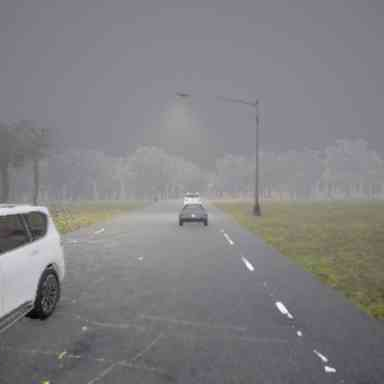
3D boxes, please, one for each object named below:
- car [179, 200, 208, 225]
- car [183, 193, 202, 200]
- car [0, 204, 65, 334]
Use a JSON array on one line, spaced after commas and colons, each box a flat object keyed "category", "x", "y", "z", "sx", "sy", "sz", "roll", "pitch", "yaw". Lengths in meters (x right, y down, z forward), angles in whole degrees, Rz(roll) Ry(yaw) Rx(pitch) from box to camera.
[{"category": "car", "x": 0.097, "y": 1.529, "z": 23.937, "sx": 1.994, "sy": 1.385, "sz": 4.181, "roll": 0, "pitch": 0, "yaw": 0}, {"category": "car", "x": 0.101, "y": 1.129, "z": 42.299, "sx": 2.150, "sy": 2.045, "sz": 5.566, "roll": 0, "pitch": 0, "yaw": 0}, {"category": "car", "x": -3.594, "y": 1.231, "z": 4.426, "sx": 2.150, "sy": 2.045, "sz": 5.566, "roll": 0, "pitch": 0, "yaw": 0}]
